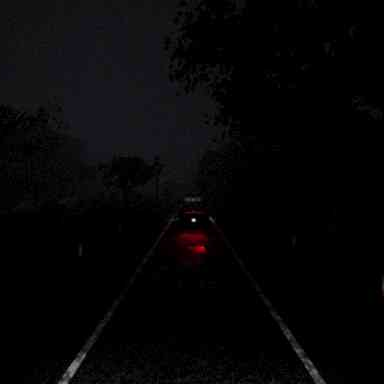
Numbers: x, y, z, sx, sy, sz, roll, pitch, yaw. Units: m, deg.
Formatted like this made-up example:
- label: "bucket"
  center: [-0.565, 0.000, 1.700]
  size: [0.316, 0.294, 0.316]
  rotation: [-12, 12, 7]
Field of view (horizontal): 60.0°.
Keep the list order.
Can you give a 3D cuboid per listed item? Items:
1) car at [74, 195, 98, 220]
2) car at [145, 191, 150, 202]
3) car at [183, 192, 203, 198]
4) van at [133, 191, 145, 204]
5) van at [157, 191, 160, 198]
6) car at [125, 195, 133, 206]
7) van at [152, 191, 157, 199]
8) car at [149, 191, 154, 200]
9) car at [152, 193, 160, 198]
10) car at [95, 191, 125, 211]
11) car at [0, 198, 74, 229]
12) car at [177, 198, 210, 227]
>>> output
- label: "car"
  center: [-9.034, 1.190, 24.834]
  size: [2.097, 1.535, 5.008]
  rotation: [0, 0, 2]
- label: "car"
  center: [-9.072, 1.085, 58.119]
  size: [2.231, 1.521, 4.892]
  rotation: [0, -1, -2]
- label: "car"
  center: [0.100, 0.958, 39.226]
  size: [2.150, 2.045, 5.566]
  rotation: [0, 1, 0]
- label: "van"
  center: [-9.071, 0.897, 52.433]
  size: [1.878, 1.987, 4.442]
  rotation: [0, 0, 2]
- label: "van"
  center: [-9.253, 0.793, 80.092]
  size: [1.878, 1.987, 4.442]
  rotation: [0, -1, -2]
- label: "car"
  center: [-9.053, 1.193, 41.463]
  size: [2.002, 1.452, 4.674]
  rotation: [0, 0, 0]
- label: "van"
  center: [-9.088, 0.824, 70.142]
  size: [1.878, 1.987, 4.442]
  rotation: [0, -1, -2]
- label: "car"
  center: [-9.078, 1.099, 63.630]
  size: [2.163, 1.488, 4.792]
  rotation: [0, -1, -2]
- label: "car"
  center: [-9.866, 1.021, 91.330]
  size: [2.002, 1.452, 4.674]
  rotation: [0, -1, -5]
- label: "car"
  center: [-9.045, 0.935, 34.717]
  size: [2.435, 2.045, 5.566]
  rotation: [0, 0, 1]
- label: "car"
  center: [-9.027, 1.224, 19.286]
  size: [2.097, 1.535, 5.008]
  rotation: [0, 0, 2]
- label: "car"
  center: [0.101, 1.356, 21.490]
  size: [1.837, 1.490, 4.892]
  rotation: [0, 0, 0]
